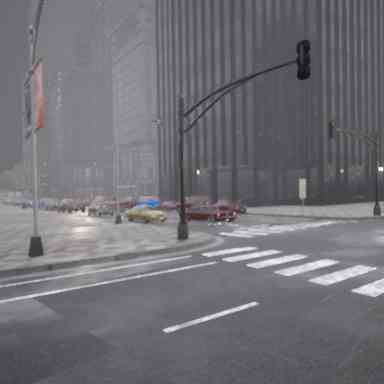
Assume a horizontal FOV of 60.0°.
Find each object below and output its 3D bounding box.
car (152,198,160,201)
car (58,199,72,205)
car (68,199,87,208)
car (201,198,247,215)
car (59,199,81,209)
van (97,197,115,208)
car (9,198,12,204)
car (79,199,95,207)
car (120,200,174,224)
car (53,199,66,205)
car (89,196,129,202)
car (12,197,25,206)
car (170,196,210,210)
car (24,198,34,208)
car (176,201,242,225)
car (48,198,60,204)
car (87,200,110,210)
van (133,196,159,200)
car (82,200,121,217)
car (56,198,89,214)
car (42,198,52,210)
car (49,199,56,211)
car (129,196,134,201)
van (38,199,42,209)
[{"bbox_3d":[-2.732,1.668,39.706,1.802,1.307,4.206,-2,1,-36],"label":"car"},{"bbox_3d":[-29.336,2.265,76.762,1.947,1.339,4.313,-2,1,-36],"label":"car"},{"bbox_3d":[-20.578,1.984,59.831,1.882,1.535,5.008,-1,0,-36],"label":"car"},{"bbox_3d":[3.188,1.491,31.432,1.887,1.381,4.507,-2,1,-36],"label":"car"},{"bbox_3d":[-19.628,1.836,53.356,2.033,1.411,5.357,-1,0,-36],"label":"car"},{"bbox_3d":[-14.583,1.704,56.251,1.690,1.788,3.998,-2,1,-36],"label":"van"},{"bbox_3d":[-42.019,2.582,79.819,1.802,1.307,4.206,-2,1,-36],"label":"car"},{"bbox_3d":[-20.238,2.075,64.082,1.802,1.307,4.206,-2,1,-36],"label":"car"},{"bbox_3d":[-3.646,1.645,26.331,1.752,1.417,4.829,-2,1,-36],"label":"car"},{"bbox_3d":[-32.369,2.332,80.990,1.947,1.339,4.313,-2,1,-36],"label":"car"},{"bbox_3d":[-9.995,1.486,39.763,2.150,2.045,5.566,-1,0,-36],"label":"car"},{"bbox_3d":[-38.886,2.477,75.450,1.887,1.381,4.507,-2,1,-36],"label":"car"},{"bbox_3d":[0.219,1.331,35.567,2.192,1.841,5.009,-2,1,-36],"label":"car"},{"bbox_3d":[-29.485,2.162,62.341,1.967,1.590,4.097,-2,1,-36],"label":"car"},{"bbox_3d":[1.122,1.604,24.272,1.895,1.301,4.718,-1,0,-36],"label":"car"},{"bbox_3d":[-35.402,2.382,85.216,2.008,1.369,4.403,-2,1,-36],"label":"car"},{"bbox_3d":[-14.549,1.968,51.481,1.895,1.301,4.718,-1,0,-35],"label":"car"},{"bbox_3d":[-5.702,1.497,43.840,1.690,1.788,3.998,-2,1,-36],"label":"van"},{"bbox_3d":[-9.440,1.807,34.409,2.008,1.369,4.403,-2,1,-36],"label":"car"},{"bbox_3d":[-15.145,1.705,42.346,2.192,1.841,5.009,-2,1,-36],"label":"car"},{"bbox_3d":[-20.836,1.963,50.286,1.967,1.590,4.097,-2,1,-36],"label":"car"},{"bbox_3d":[-17.985,2.001,46.318,1.887,1.381,4.507,-2,1,-36],"label":"car"},{"bbox_3d":[-8.663,1.540,47.977,2.192,1.841,5.009,-2,1,-36],"label":"car"},{"bbox_3d":[-23.688,1.930,54.256,1.690,1.788,3.998,-2,1,-36],"label":"van"}]
